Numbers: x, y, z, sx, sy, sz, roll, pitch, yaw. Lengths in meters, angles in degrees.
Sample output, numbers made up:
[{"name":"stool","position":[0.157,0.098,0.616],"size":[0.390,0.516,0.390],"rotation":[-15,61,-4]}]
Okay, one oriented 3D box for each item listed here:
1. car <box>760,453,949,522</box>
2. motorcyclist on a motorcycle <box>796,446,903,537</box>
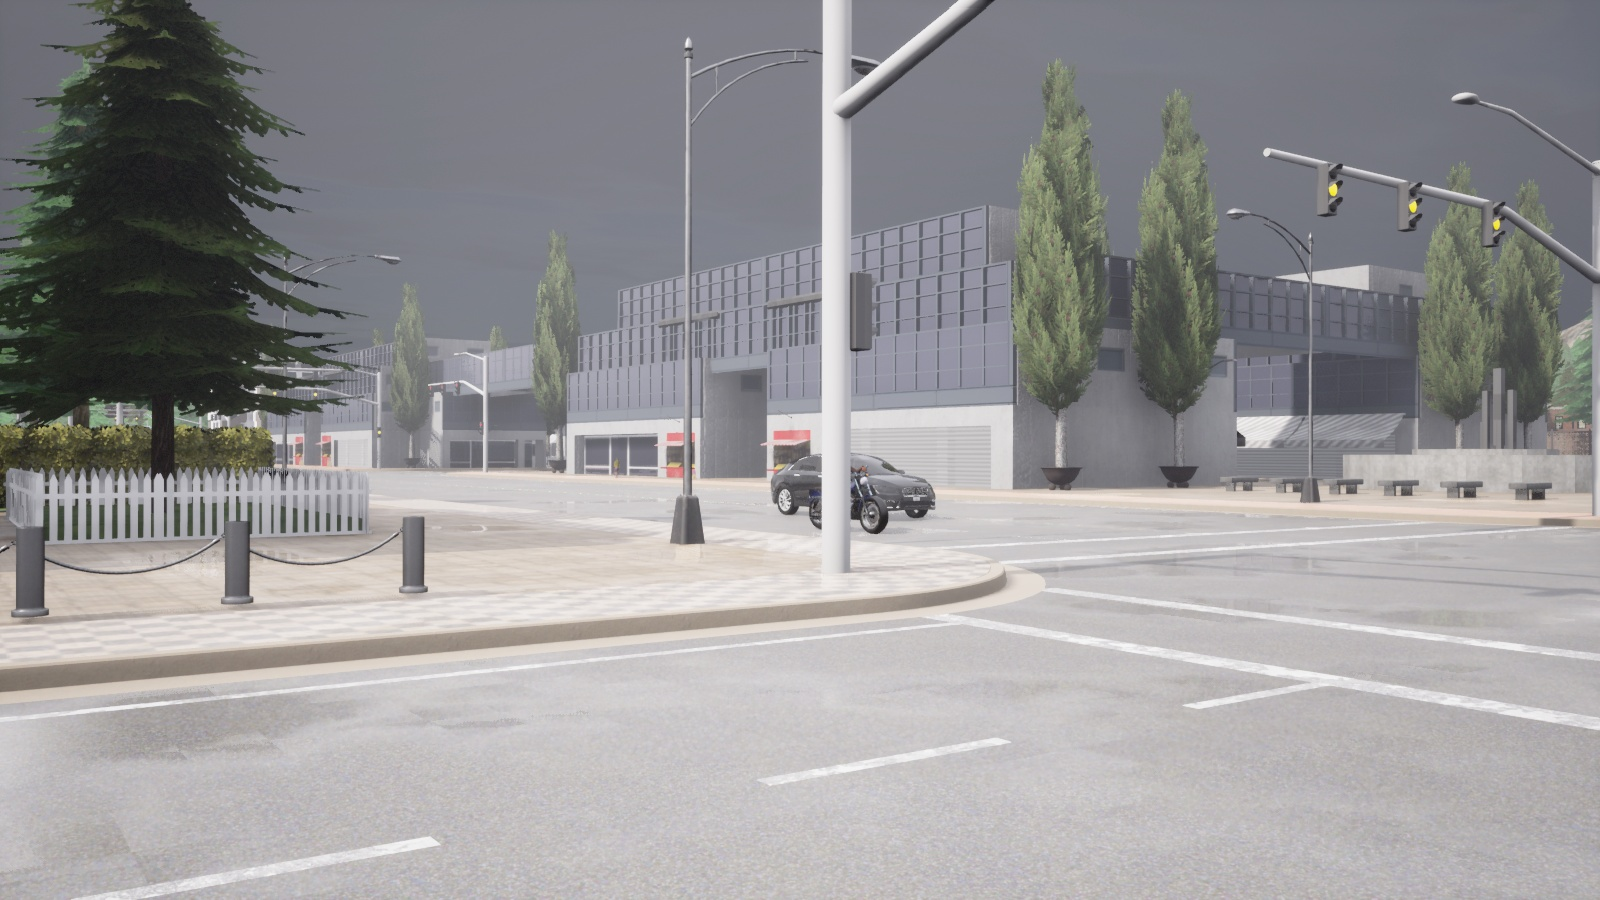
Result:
[{"name":"car","position":[1.174,0.820,29.581],"size":[1.837,1.490,4.892],"rotation":[0,0,-35]},{"name":"motorcyclist on a motorcycle","position":[0.901,0.752,23.853],"size":[0.766,1.649,2.350],"rotation":[0,0,-35]}]
